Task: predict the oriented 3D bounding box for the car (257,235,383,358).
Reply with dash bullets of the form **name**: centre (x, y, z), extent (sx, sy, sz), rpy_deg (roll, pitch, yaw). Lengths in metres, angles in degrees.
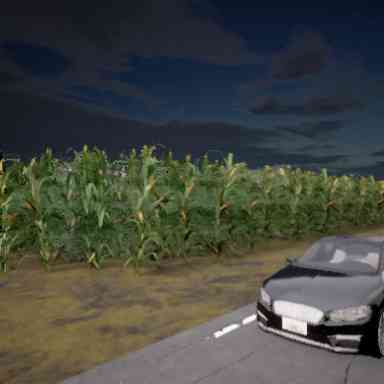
- **car**: centre (3.116, 1.639, 6.419), extent (2.128, 1.511, 4.902), rpy_deg (-2, -2, 44)
